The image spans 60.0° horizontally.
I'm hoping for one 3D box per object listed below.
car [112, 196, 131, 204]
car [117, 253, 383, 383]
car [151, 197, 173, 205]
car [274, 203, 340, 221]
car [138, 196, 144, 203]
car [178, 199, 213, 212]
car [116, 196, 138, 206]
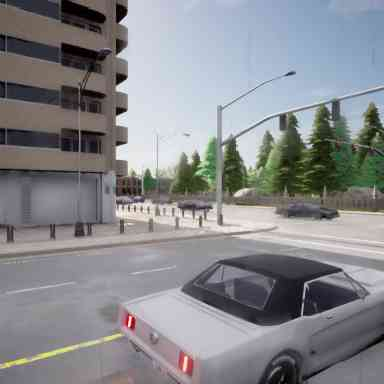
[{"bbox_3d":[-14.240,1.533,67.153,1.882,1.535,5.008,0,0,-36],"label":"car"},{"bbox_3d":[1.480,1.601,4.833,4.718,1.301,1.895,0,0,-35],"label":"car"},{"bbox_3d":[-5.593,1.603,61.145,2.033,1.411,5.357,0,0,-36],"label":"car"},{"bbox_3d":[9.545,1.600,28.027,2.033,1.411,5.357,0,0,-39],"label":"car"},{"bbox_3d":[-11.624,1.581,69.502,1.812,1.442,4.674,0,0,-36],"label":"car"},{"bbox_3d":[0.316,1.603,40.589,2.033,1.411,5.357,0,0,-36],"label":"car"},{"bbox_3d":[-11.603,1.581,57.268,1.812,1.442,4.674,0,0,-35],"label":"car"}]
